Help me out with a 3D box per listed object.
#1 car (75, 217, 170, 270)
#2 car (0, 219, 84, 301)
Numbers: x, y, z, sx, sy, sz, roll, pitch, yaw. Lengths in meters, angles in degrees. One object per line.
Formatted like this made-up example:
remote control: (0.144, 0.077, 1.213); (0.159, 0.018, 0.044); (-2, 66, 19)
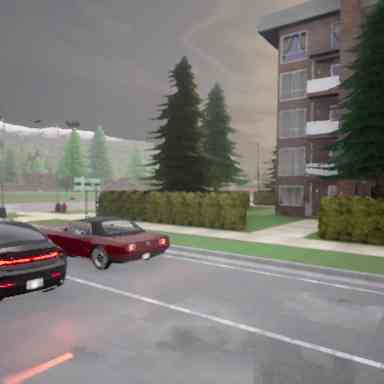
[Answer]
car: (-3.061, 1.428, 10.427); (4.718, 1.301, 1.895); (1, 1, 36)
car: (-4.740, 1.340, 7.323); (4.892, 1.490, 1.837); (1, 1, 36)
